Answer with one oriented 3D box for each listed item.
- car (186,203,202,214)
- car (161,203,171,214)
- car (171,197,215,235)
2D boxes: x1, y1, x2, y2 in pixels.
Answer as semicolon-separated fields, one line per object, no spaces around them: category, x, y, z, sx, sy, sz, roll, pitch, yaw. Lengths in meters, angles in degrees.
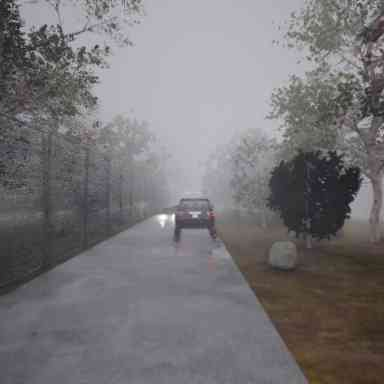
car;0.234;2.091;42.704;1.895;1.301;4.718;0;-1;0
car;-2.715;2.062;41.418;1.895;1.301;4.718;0;-1;0
car;0.156;1.331;19.560;2.150;2.045;5.566;0;-1;0
